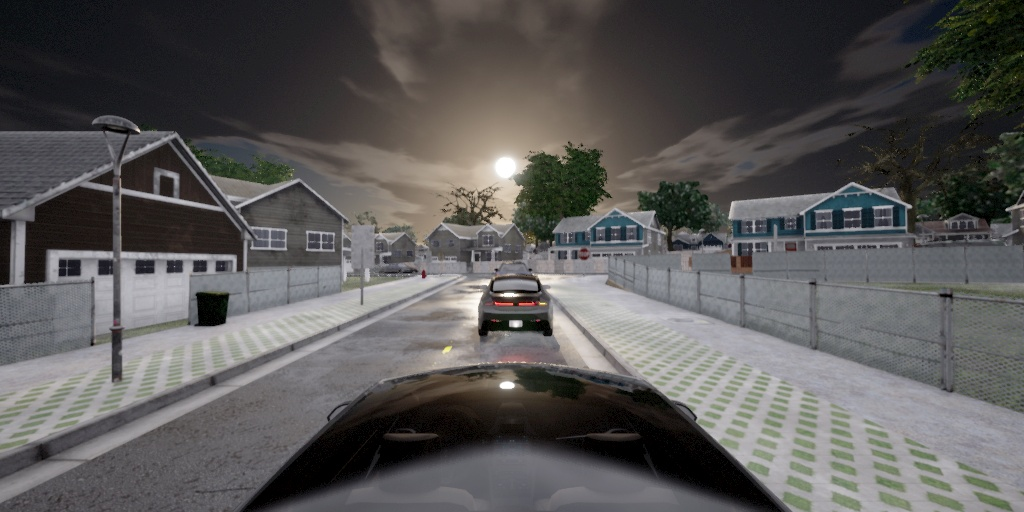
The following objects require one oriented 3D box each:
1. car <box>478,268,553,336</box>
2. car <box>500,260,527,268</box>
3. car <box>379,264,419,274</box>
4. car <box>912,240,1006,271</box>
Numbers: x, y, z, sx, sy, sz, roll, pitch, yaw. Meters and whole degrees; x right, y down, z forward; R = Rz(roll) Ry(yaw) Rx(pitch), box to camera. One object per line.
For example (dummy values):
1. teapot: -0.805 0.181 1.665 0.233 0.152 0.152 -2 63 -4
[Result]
1. car: 0.088 1.254 10.364 1.837 1.490 4.892 0 0 0
2. car: 0.077 1.099 20.204 2.097 1.767 4.553 0 0 0
3. car: -13.862 1.634 43.831 5.357 1.411 2.033 -2 -2 31
4. car: 24.783 0.194 20.959 5.566 2.045 2.150 -2 -2 38
